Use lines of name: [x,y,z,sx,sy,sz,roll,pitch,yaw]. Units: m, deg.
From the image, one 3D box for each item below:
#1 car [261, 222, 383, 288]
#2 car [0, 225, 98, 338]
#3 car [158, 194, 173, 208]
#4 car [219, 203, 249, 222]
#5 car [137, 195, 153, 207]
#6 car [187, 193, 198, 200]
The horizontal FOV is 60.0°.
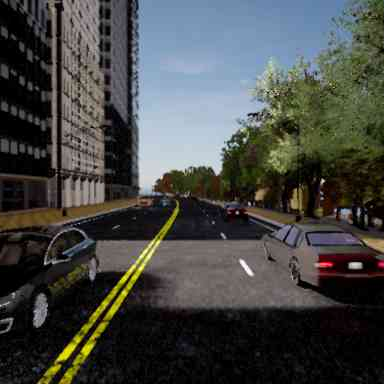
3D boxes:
car: [3.345,1.556,9.320,2.033,1.411,5.357,0,0,0]
car: [-3.355,1.511,6.844,1.837,1.490,4.892,0,0,0]
car: [-3.815,1.516,48.232,2.128,1.511,4.902,0,0,-2]
car: [3.295,1.565,26.809,2.033,1.411,5.357,0,0,0]
car: [-7.145,1.378,51.121,2.097,1.767,4.553,0,0,-2]
car: [0.502,1.585,90.856,1.994,1.385,4.181,0,0,-4]
